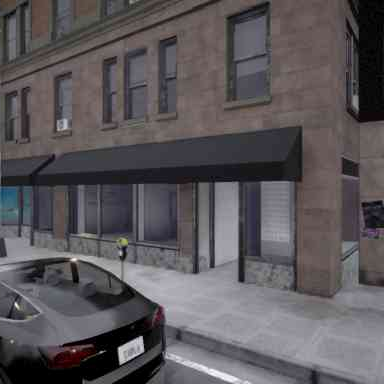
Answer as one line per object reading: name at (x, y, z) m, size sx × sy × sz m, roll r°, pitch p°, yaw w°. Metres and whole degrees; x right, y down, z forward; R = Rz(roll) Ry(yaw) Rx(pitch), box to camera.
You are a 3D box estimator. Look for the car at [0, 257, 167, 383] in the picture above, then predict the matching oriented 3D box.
car at (-2.280, 1.566, 4.428) m, size 4.313 × 1.339 × 1.947 m, roll 0°, pitch 0°, yaw 35°
